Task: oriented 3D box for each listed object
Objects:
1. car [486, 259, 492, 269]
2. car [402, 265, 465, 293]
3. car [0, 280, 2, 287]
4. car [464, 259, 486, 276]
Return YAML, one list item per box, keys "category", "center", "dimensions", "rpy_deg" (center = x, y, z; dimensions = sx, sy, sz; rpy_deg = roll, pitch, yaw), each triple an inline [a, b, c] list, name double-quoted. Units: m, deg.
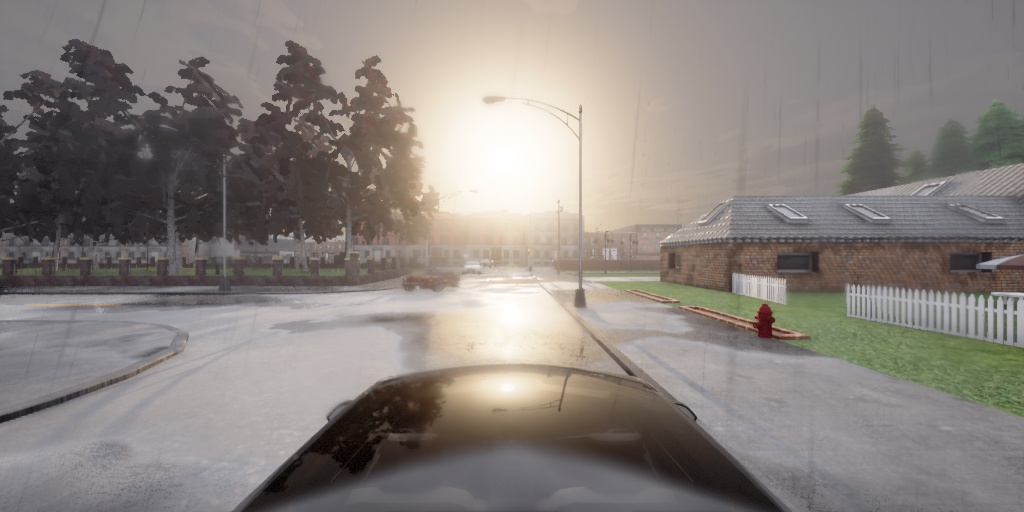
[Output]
- category: "car"
  center: [-4.006, 1.148, 53.971]
  dimensions: [1.812, 1.442, 4.674]
  rpy_deg: [0, 0, 0]
- category: "car"
  center: [-4.540, 1.351, 20.956]
  dimensions: [1.895, 1.301, 4.718]
  rpy_deg: [0, 0, 10]
- category: "car"
  center: [-27.308, 1.351, 16.684]
  dimensions: [4.718, 1.301, 1.895]
  rpy_deg: [0, 0, 0]
- category: "car"
  center: [-4.097, 1.275, 38.136]
  dimensions: [1.812, 1.442, 4.674]
  rpy_deg: [0, 0, 0]
